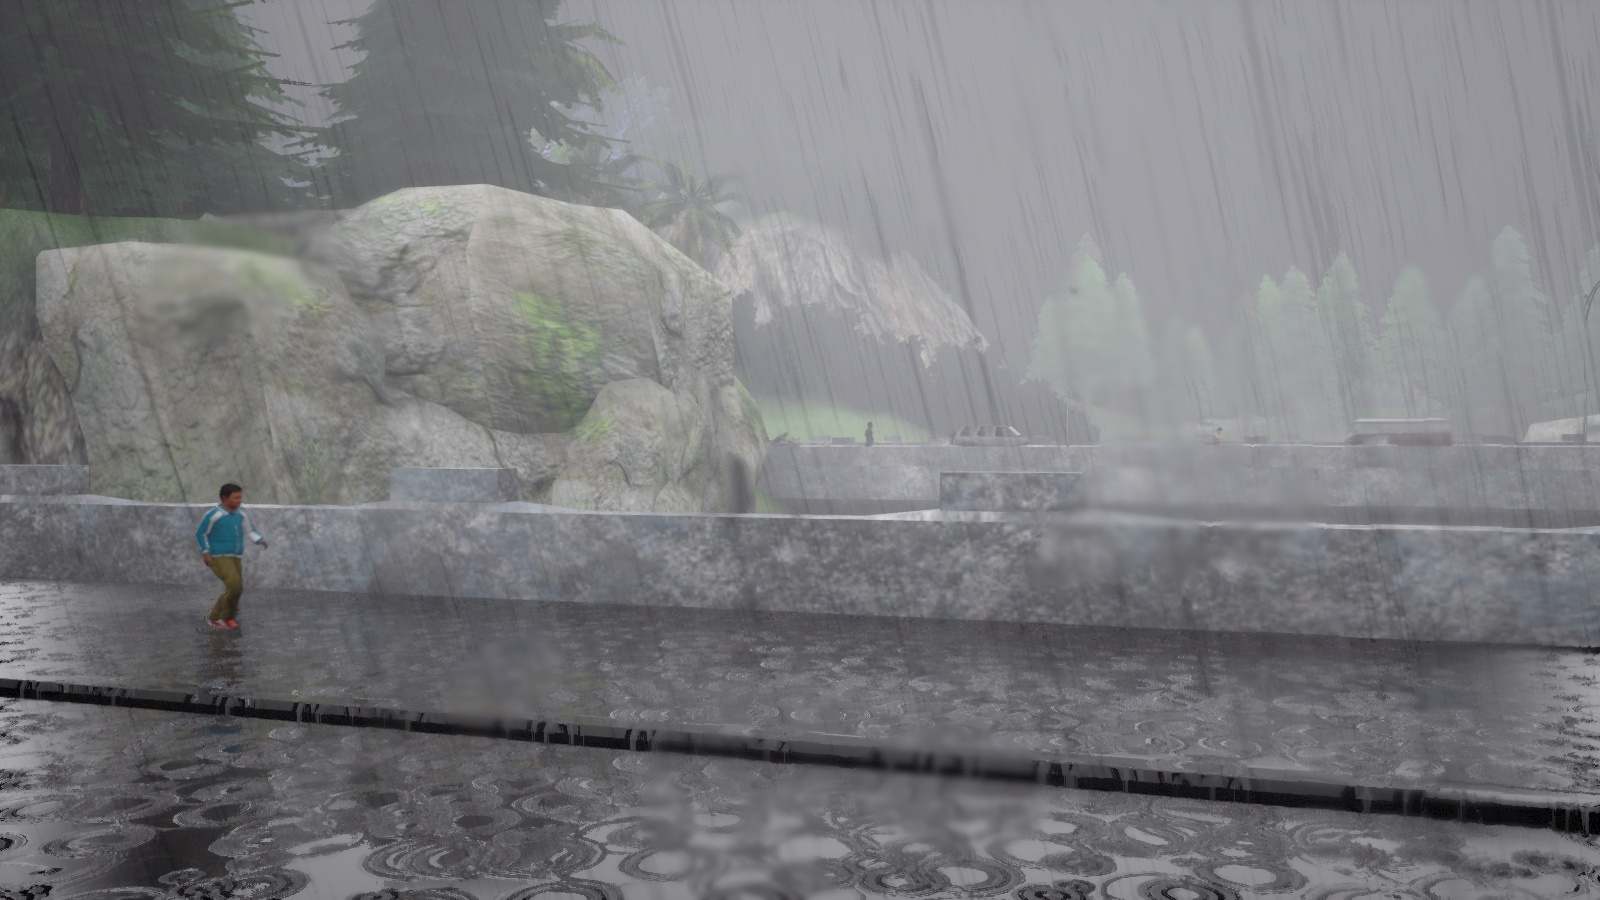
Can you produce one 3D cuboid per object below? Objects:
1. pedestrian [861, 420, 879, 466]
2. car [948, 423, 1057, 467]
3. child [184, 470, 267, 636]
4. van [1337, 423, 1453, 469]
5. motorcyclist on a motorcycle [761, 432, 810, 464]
[{"bbox_3d":[2.994,-0.311,53.651,0.666,1.930,0.402,1,1,22],"label":"pedestrian"},{"bbox_3d":[9.222,-0.240,57.058,4.605,1.855,1.932,2,1,19],"label":"car"},{"bbox_3d":[-4.272,0.751,9.341,0.448,1.192,0.343,1,1,20],"label":"child"},{"bbox_3d":[26.243,-0.212,55.568,4.442,1.987,1.775,1,1,19],"label":"van"},{"bbox_3d":[-0.680,-0.108,60.383,2.191,1.530,0.866,0,1,19],"label":"motorcyclist on a motorcycle"}]
